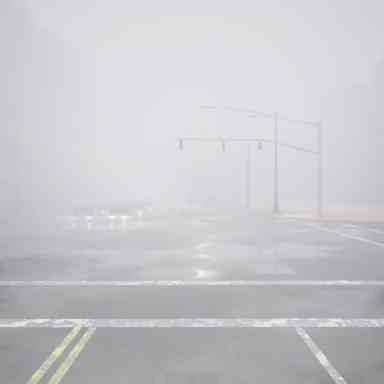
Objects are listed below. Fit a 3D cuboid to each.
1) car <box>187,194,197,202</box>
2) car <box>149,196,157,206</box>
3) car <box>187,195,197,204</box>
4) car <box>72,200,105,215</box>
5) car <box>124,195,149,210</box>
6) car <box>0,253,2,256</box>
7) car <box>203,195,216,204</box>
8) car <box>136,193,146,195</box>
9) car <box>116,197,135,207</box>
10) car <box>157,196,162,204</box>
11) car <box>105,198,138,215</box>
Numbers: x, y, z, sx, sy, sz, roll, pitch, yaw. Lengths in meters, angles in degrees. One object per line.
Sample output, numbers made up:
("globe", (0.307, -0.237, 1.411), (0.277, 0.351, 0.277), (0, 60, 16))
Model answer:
("car", (-0.030, 1.355, 74.736), (2.097, 1.767, 4.553), (0, 0, 0))
("car", (-7.109, 1.564, 52.663), (1.994, 1.385, 4.181), (0, 0, 0))
("car", (0.072, 1.492, 63.843), (2.128, 1.511, 4.902), (0, 0, 0))
("car", (-10.608, 1.526, 34.006), (1.812, 1.442, 4.674), (0, 0, 0))
("car", (-7.106, 1.526, 42.720), (1.812, 1.442, 4.674), (0, 0, 0))
("car", (-6.767, 1.491, 7.553), (2.128, 1.511, 4.902), (-1, 0, 14))
("car", (3.473, 1.505, 63.282), (1.837, 1.490, 4.892), (0, 0, 0))
("car", (-10.535, 1.221, 68.148), (2.150, 2.045, 5.566), (0, 0, 0))
("car", (-10.613, 1.547, 53.669), (2.033, 1.411, 5.357), (0, 0, 0))
("car", (-7.060, 1.564, 65.590), (1.994, 1.385, 4.181), (0, 0, 0))
("car", (-7.107, 1.564, 33.975), (1.994, 1.385, 4.181), (0, 0, 0))
